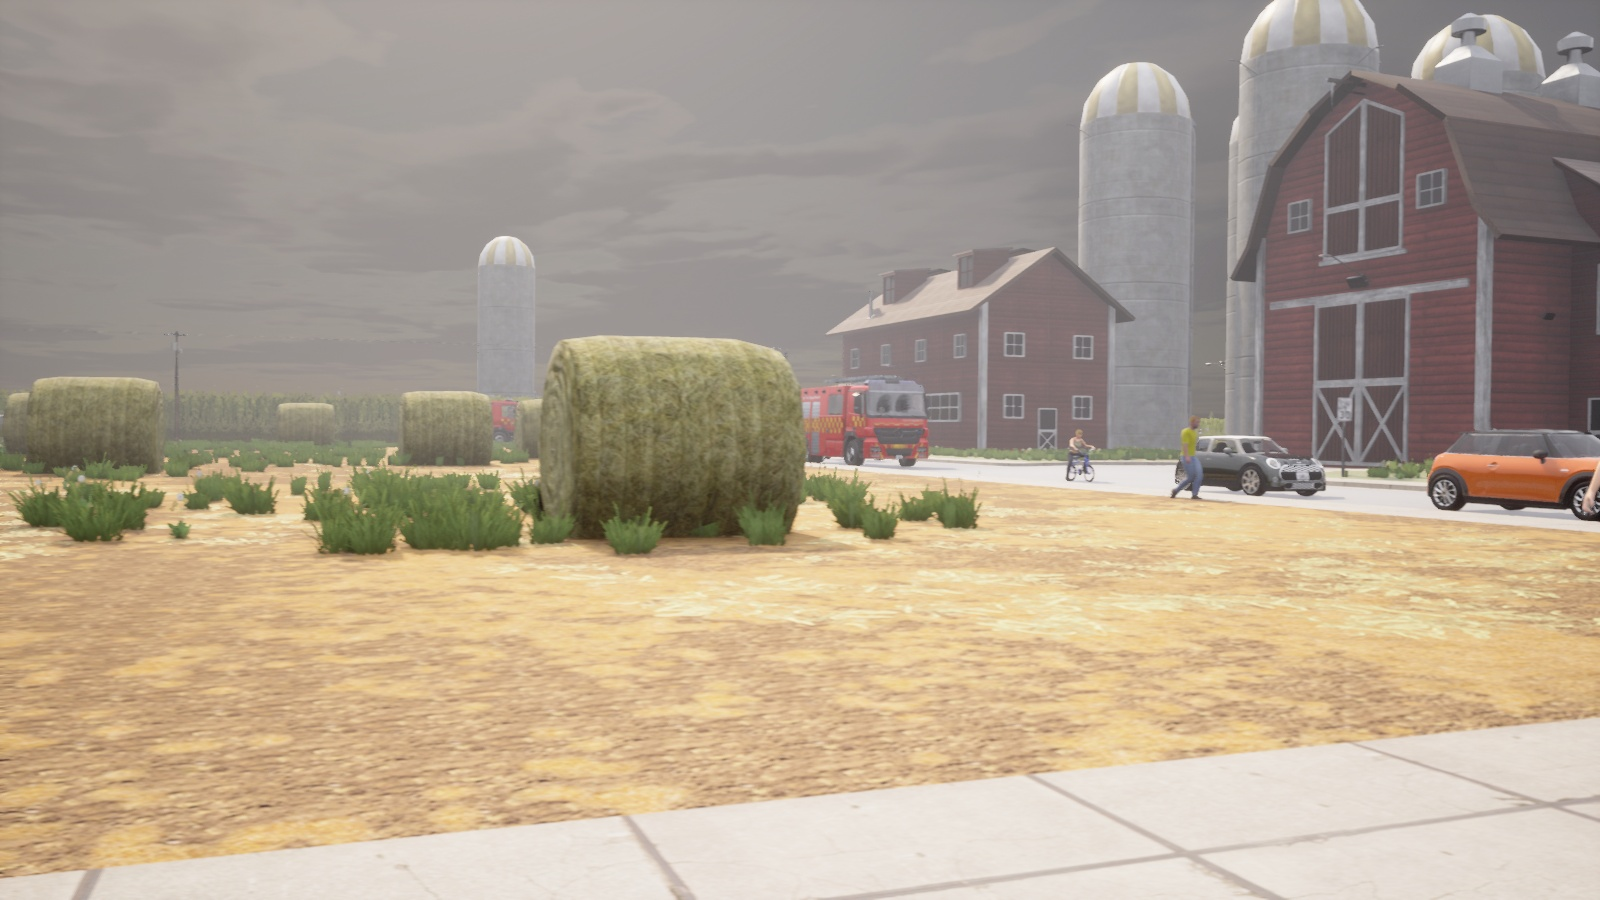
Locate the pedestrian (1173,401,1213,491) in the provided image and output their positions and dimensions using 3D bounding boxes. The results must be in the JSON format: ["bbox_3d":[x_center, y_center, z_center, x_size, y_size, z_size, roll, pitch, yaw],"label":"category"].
[{"bbox_3d":[8.176,-0.085,26.122,0.354,1.836,0.706,-1,1,-39],"label":"pedestrian"}]

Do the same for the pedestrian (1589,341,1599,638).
[{"bbox_3d":[5.268,0.242,7.825,0.594,1.836,0.345,-1,1,-28],"label":"pedestrian"}]

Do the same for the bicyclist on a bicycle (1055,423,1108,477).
[{"bbox_3d":[8.646,-0.017,38.633,0.866,1.612,1.509,-1,1,-22],"label":"bicyclist on a bicycle"}]

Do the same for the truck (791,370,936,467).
[{"bbox_3d":[2.517,-1.300,53.888,2.891,3.827,8.468,-1,1,-22],"label":"truck"}]

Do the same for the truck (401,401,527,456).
[{"bbox_3d":[-24.225,-1.579,90.557,8.468,3.827,2.891,-1,1,-21],"label":"truck"}]

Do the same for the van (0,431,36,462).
[{"bbox_3d":[-53.398,-0.224,83.236,4.442,1.987,1.775,-1,1,-20],"label":"van"}]

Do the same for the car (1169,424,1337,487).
[{"bbox_3d":[11.380,0.093,31.833,1.970,1.475,3.806,-1,1,-22],"label":"car"}]

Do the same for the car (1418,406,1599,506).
[{"bbox_3d":[14.508,0.075,24.028,2.097,1.767,4.553,-1,1,-22],"label":"car"}]
